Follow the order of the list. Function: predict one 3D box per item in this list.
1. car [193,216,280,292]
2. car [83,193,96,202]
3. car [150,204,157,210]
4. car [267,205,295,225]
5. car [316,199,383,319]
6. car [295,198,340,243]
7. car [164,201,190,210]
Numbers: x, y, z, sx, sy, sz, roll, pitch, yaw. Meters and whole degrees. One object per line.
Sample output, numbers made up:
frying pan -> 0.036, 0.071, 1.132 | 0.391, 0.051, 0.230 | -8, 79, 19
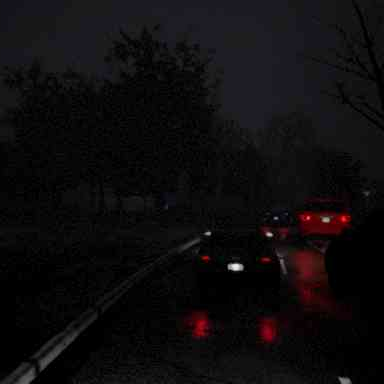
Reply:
car -> 1.249, 1.579, 9.069 | 1.994, 1.385, 4.181 | 0, 0, 9
car -> -28.129, 1.820, 89.894 | 1.946, 1.575, 5.366 | 0, 2, -9
car -> -5.659, 2.478, 62.857 | 4.553, 1.767, 2.097 | 0, -1, 5
car -> 7.219, 1.804, 26.557 | 1.812, 1.442, 4.674 | -1, -2, 26
car -> 3.902, 1.215, 5.283 | 2.150, 2.045, 5.566 | 0, -1, 6
car -> 6.344, 1.304, 16.389 | 2.150, 2.045, 5.566 | 0, -1, 17
car -> -2.136, 2.562, 58.972 | 4.674, 1.442, 1.812 | -1, -2, 28
